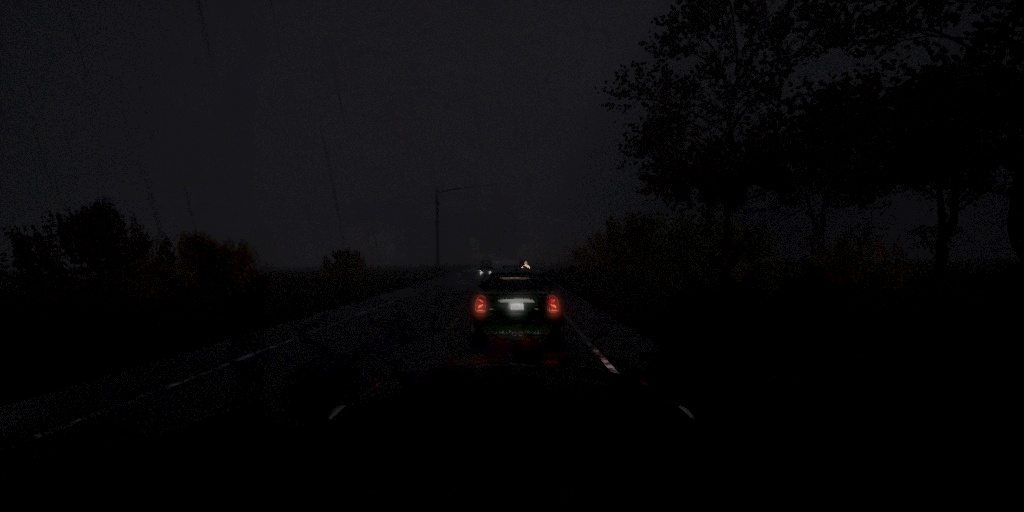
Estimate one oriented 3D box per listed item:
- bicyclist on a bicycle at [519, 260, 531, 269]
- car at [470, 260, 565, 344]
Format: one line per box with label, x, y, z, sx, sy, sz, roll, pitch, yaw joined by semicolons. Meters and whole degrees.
bicyclist on a bicycle;0.981;1.177;25.574;0.866;1.612;1.509;0;0;1
car;0.115;1.099;9.751;2.097;1.767;4.553;0;0;0
